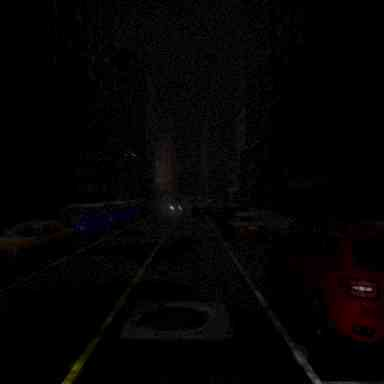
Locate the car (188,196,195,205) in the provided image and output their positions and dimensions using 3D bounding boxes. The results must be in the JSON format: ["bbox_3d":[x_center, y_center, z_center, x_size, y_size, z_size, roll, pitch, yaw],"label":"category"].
[{"bbox_3d":[0.027,2.100,71.899,1.895,1.301,4.718,0,0,0],"label":"car"}]

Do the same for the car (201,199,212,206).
[{"bbox_3d":[2.891,2.158,67.874,2.008,1.369,4.403,-1,0,0],"label":"car"}]

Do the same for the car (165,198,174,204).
[{"bbox_3d":[-5.644,2.289,84.633,1.887,1.381,4.507,-1,0,0],"label":"car"}]

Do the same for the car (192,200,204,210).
[{"bbox_3d":[0.919,1.974,51.588,1.837,1.490,4.892,0,-1,0],"label":"car"}]

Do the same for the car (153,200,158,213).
[{"bbox_3d":[-5.663,1.806,39.950,1.967,1.590,4.097,-1,-1,0],"label":"car"}]

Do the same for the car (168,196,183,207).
[{"bbox_3d":[-2.988,1.807,65.297,2.150,2.045,5.566,0,0,0],"label":"car"}]

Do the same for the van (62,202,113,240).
[{"bbox_3d":[-5.672,1.507,17.608,1.690,1.788,3.998,-1,-1,0],"label":"van"}]

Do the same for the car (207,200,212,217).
[{"bbox_3d":[2.870,1.844,34.530,1.752,1.417,4.829,-1,-1,0],"label":"car"}]

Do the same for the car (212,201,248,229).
[{"bbox_3d":[2.861,1.532,23.191,2.192,1.841,5.009,-1,-1,0],"label":"car"}]

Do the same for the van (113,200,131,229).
[{"bbox_3d":[-5.670,1.558,23.194,1.690,1.788,3.998,-1,-1,0],"label":"van"}]

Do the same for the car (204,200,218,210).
[{"bbox_3d":[2.881,2.015,51.117,2.008,1.369,4.403,-1,-1,0],"label":"car"}]

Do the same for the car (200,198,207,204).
[{"bbox_3d":[2.901,2.327,84.631,1.802,1.307,4.206,-1,0,0],"label":"car"}]

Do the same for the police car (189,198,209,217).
[{"bbox_3d":[0.913,1.754,35.699,1.930,1.638,5.238,0,-1,0],"label":"police car"}]

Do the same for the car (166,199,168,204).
[{"bbox_3d":[-5.655,2.095,56.705,1.802,1.307,4.206,-1,-1,0],"label":"car"}]

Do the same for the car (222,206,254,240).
[{"bbox_3d":[2.860,1.693,17.773,1.752,1.417,4.829,-1,-1,0],"label":"car"}]

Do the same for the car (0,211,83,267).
[{"bbox_3d":[-5.672,1.638,11.851,1.752,1.417,4.829,-1,-1,0],"label":"car"}]

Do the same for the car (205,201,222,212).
[{"bbox_3d":[2.877,1.981,45.531,1.947,1.339,4.313,-1,-1,0],"label":"car"}]

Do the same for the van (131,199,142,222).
[{"bbox_3d":[-5.668,1.608,28.780,1.690,1.788,3.998,-1,-1,0],"label":"van"}]

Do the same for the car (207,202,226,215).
[{"bbox_3d":[2.874,1.932,39.945,1.947,1.339,4.313,-1,-1,0],"label":"car"}]

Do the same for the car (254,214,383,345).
[{"bbox_3d":[2.850,1.377,6.434,2.192,1.841,5.009,-1,-1,0],"label":"car"}]

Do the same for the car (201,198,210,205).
[{"bbox_3d":[2.894,2.180,73.629,1.752,1.417,4.829,-1,0,0],"label":"car"}]

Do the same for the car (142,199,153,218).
[{"bbox_3d":[-5.666,1.632,34.366,2.192,1.841,5.009,-1,-1,0],"label":"car"}]

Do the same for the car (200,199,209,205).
[{"bbox_3d":[2.898,2.265,79.045,1.947,1.339,4.313,-1,0,0],"label":"car"}]

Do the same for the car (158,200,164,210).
[{"bbox_3d":[-5.658,1.904,51.121,1.967,1.590,4.097,-1,-1,0],"label":"car"}]

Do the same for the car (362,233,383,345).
[{"bbox_3d":[2.847,1.325,0.848,2.192,1.841,5.009,-1,-1,0],"label":"car"}]
